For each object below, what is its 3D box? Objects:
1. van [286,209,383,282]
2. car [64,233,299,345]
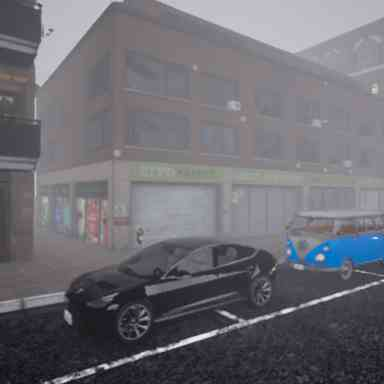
[{"bbox_3d":[4.450,1.408,9.732,3.998,1.788,1.690,1,0,-35],"label":"van"},{"bbox_3d":[-0.151,1.592,6.452,4.313,1.339,1.947,1,0,-35],"label":"car"}]
